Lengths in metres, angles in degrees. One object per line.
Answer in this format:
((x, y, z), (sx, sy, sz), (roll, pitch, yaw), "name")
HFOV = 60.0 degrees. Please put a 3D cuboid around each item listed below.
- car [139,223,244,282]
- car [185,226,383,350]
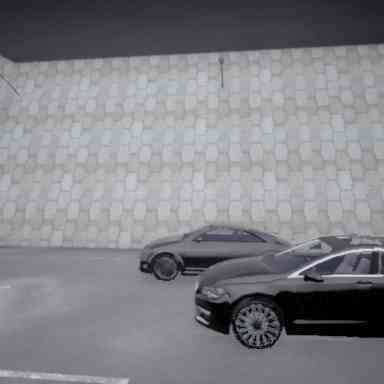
((0.689, 1.569, 9.161), (4.181, 1.385, 1.994), (0, 0, 7), "car")
((2.496, 1.494, 5.432), (4.902, 1.511, 2.128), (0, 0, 7), "car")
